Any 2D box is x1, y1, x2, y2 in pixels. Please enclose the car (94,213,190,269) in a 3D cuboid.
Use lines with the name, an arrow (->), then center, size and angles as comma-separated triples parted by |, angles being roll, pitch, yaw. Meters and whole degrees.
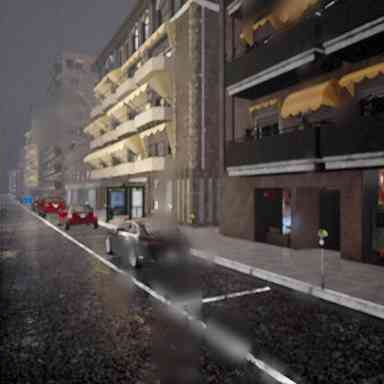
car -> -1.632, 1.541, 11.097 | 2.008, 1.369, 4.403 | 0, 0, -30

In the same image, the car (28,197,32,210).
car -> -18.532, 1.560, 40.474 | 1.802, 1.307, 4.206 | 0, 0, -30

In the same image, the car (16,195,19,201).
car -> -32.614, 1.549, 64.956 | 1.947, 1.339, 4.313 | 0, 0, -30

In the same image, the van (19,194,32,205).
van -> -29.798, 1.323, 60.058 | 1.690, 1.788, 3.998 | 0, 0, -30

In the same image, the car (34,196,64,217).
car -> -12.898, 1.297, 30.682 | 2.192, 1.841, 5.009 | 0, 0, -30

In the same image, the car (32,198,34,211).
car -> -15.715, 1.562, 35.578 | 1.802, 1.307, 4.206 | 0, 0, -30

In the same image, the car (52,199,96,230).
car -> -7.265, 1.426, 20.888 | 1.967, 1.590, 4.097 | 0, 0, -30
